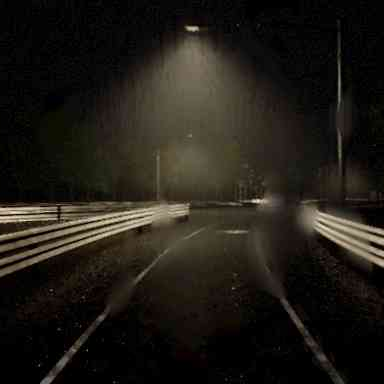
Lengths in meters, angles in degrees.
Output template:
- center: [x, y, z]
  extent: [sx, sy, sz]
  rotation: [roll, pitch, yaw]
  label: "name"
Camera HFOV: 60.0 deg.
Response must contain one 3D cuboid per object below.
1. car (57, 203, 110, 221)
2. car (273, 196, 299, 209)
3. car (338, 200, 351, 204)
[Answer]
- center: [-9.491, 1.707, 29.495]
  extent: [1.812, 1.442, 4.674]
  rotation: [-1, -1, 44]
  label: "car"
- center: [15.646, 1.766, 55.315]
  extent: [2.150, 2.045, 5.566]
  rotation: [-1, -2, 44]
  label: "car"
- center: [33.530, 2.338, 73.670]
  extent: [1.882, 1.535, 5.008]
  rotation: [-1, -2, 44]
  label: "car"
